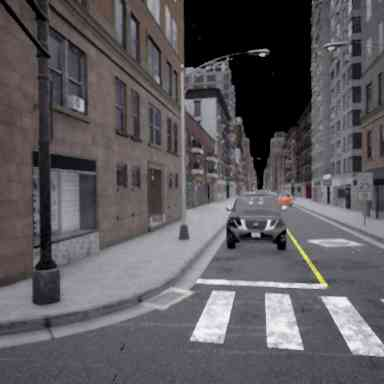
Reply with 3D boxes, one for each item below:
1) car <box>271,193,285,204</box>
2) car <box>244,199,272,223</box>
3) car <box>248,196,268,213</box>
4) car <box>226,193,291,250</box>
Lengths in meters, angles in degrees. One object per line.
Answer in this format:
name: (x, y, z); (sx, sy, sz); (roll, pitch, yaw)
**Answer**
car: (13.673, 1.015, 52.851); (1.837, 1.490, 4.892); (-1, 0, 11)
car: (4.766, 1.328, 24.229); (1.812, 1.442, 4.674); (-1, 0, 11)
car: (6.798, 1.192, 34.283); (1.882, 1.535, 5.008); (-1, 0, 12)
car: (2.747, 1.108, 14.184); (2.150, 2.045, 5.566); (-1, 0, 11)
